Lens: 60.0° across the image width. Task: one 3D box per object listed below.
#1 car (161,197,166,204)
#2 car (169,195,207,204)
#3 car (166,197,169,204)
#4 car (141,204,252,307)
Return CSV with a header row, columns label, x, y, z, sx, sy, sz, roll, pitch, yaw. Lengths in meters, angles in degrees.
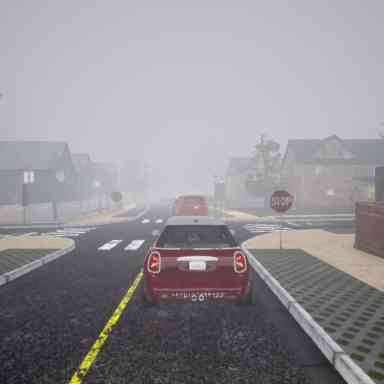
label,x,y,z,sx,sy,sz,roll,pitch,yaw
car,-5.832,1.881,73.788,1.837,1.490,4.892,0,-1,-13
car,-0.191,1.275,27.803,2.150,2.045,5.566,-1,0,-12
car,-3.178,1.709,59.951,1.882,1.535,5.008,0,-2,-9
car,0.045,1.353,8.154,2.097,1.767,4.553,0,0,-1
